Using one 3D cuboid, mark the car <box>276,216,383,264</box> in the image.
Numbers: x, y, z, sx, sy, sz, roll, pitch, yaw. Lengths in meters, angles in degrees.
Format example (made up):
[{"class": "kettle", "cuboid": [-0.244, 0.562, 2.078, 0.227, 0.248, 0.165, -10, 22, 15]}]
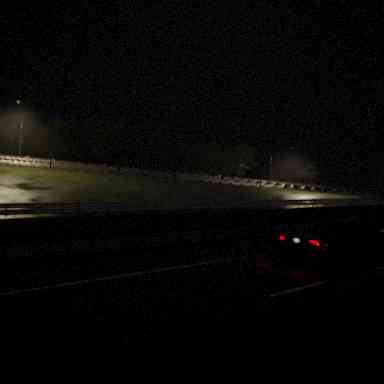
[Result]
[{"class": "car", "cuboid": [5.362, 1.585, 11.961, 5.357, 1.411, 2.033, 0, 0, -35]}]
